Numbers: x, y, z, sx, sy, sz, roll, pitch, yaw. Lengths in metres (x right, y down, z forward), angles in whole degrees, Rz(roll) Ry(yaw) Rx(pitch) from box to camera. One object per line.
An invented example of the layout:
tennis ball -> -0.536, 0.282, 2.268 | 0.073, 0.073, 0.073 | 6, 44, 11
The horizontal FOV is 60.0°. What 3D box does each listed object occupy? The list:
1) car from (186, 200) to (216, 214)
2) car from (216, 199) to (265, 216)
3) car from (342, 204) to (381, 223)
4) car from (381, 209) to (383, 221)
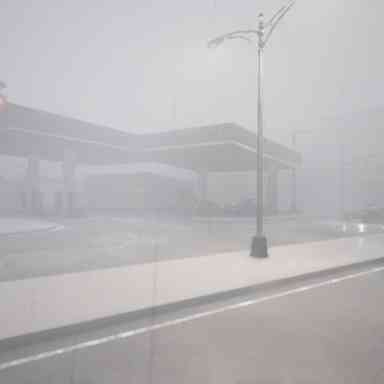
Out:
car -> 1.271, 1.672, 37.881 | 3.806, 1.475, 1.970 | 1, 0, -35
car -> 5.229, 1.518, 33.646 | 4.611, 1.667, 2.242 | 1, 0, -35
car -> 14.877, 1.796, 28.605 | 4.674, 1.442, 1.812 | 1, -1, -35
car -> 16.909, 1.796, 25.755 | 4.674, 1.442, 1.812 | 1, -1, -35
